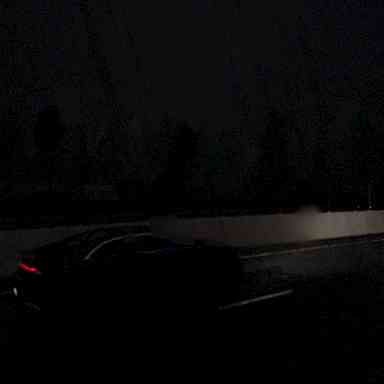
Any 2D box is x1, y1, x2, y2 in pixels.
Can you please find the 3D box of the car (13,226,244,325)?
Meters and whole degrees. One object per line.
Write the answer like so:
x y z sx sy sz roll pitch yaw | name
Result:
-1.037 1.479 7.111 4.902 1.511 2.128 0 0 -35 | car
